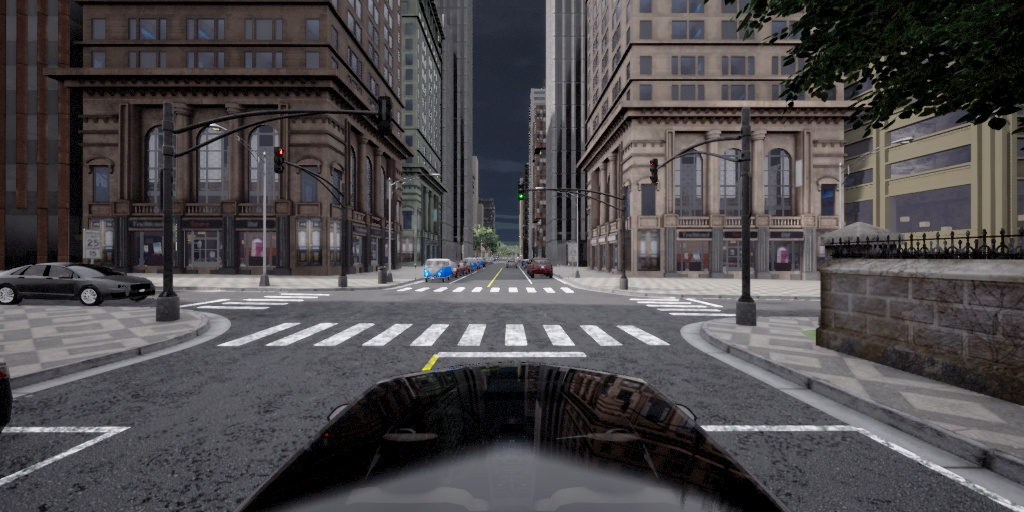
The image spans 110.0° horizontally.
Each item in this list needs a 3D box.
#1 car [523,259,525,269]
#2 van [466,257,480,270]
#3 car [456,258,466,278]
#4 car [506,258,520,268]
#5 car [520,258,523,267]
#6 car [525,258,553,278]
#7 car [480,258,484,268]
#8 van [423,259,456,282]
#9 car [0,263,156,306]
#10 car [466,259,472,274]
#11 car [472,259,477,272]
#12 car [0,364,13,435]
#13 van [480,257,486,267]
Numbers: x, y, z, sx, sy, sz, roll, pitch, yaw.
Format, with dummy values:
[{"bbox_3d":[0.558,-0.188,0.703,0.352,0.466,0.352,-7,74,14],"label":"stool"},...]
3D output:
[{"bbox_3d":[2.673,1.094,39.257,2.192,1.841,5.009,0,0,0],"label":"car"},{"bbox_3d":[-5.878,1.137,50.111,1.690,1.789,3.998,0,0,0],"label":"van"},{"bbox_3d":[-5.839,1.212,33.787,1.967,1.591,4.097,0,0,0],"label":"car"},{"bbox_3d":[-0.043,1.306,61.260,2.128,1.511,4.902,0,0,0],"label":"car"},{"bbox_3d":[2.634,1.356,55.579,2.007,1.370,4.403,0,0,0],"label":"car"},{"bbox_3d":[2.686,1.087,33.816,2.192,1.841,5.009,0,0,0],"label":"car"},{"bbox_3d":[-5.891,1.350,55.552,1.888,1.381,4.507,0,0,0],"label":"car"},{"bbox_3d":[-5.826,1.107,28.346,1.690,1.789,3.998,0,0,0],"label":"van"},{"bbox_3d":[-16.518,1.025,13.614,4.892,1.490,1.837,1,0,-1],"label":"car"},{"bbox_3d":[-5.852,1.325,39.228,1.888,1.381,4.507,0,0,0],"label":"car"},{"bbox_3d":[-5.865,1.354,44.669,1.948,1.339,4.313,0,0,0],"label":"car"},{"bbox_3d":[-5.762,1.316,1.689,1.948,1.339,4.313,0,0,0],"label":"car"},{"bbox_3d":[-5.904,1.155,60.993,1.690,1.789,3.998,0,0,0],"label":"van"}]
